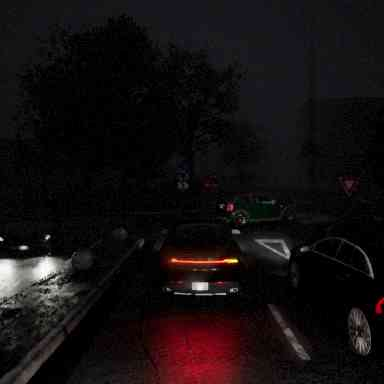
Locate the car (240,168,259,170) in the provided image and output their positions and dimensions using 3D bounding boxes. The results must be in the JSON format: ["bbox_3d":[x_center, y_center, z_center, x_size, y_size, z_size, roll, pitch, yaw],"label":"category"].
[{"bbox_3d":[12.985,-4.314,79.630,4.553,1.767,2.185,1,5,9],"label":"car"}]

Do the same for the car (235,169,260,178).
[{"bbox_3d":[12.505,-3.931,76.941,4.892,1.521,2.231,1,5,9],"label":"car"}]

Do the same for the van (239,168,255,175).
[{"bbox_3d":[15.364,-5.703,92.902,4.442,1.987,1.878,1,6,11],"label":"van"}]

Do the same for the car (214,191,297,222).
[{"bbox_3d":[3.439,0.742,18.031,4.553,1.767,2.097,-2,4,-24],"label":"car"}]

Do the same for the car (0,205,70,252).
[{"bbox_3d":[-6.026,1.260,13.224,2.033,1.411,5.357,-1,3,-14],"label":"car"}]

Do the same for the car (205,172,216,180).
[{"bbox_3d":[4.051,-3.501,72.802,1.837,1.490,4.892,1,5,9],"label":"car"}]

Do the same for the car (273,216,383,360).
[{"bbox_3d":[3.157,1.457,5.878,2.128,1.511,4.902,0,1,0],"label":"car"}]

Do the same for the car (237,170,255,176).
[{"bbox_3d":[14.743,-5.178,90.297,4.674,1.452,2.002,1,6,11],"label":"car"}]

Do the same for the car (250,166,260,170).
[{"bbox_3d":[13.861,-4.956,85.025,5.566,2.045,2.435,1,6,10],"label":"car"}]

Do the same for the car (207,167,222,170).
[{"bbox_3d":[5.480,-4.541,82.255,2.097,1.767,4.553,1,6,9],"label":"car"}]

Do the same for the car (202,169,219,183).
[{"bbox_3d":[3.418,-2.824,62.464,2.150,2.045,5.566,0,5,0],"label":"car"}]

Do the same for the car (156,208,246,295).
[{"bbox_3d":[0.217,1.411,8.512,1.837,1.490,4.892,0,2,2],"label":"car"}]
